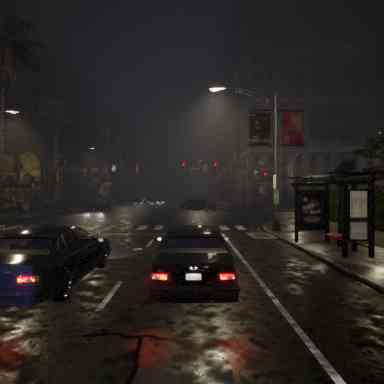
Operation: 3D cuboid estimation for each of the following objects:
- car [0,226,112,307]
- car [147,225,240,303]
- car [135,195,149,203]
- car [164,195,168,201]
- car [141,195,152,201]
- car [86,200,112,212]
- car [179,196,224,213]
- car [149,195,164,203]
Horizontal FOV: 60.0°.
[{"bbox_3d":[-3.475,1.547,8.215,2.033,1.411,5.357,0,0,0],"label":"car"},{"bbox_3d":[0.025,1.547,8.400,2.033,1.411,5.357,0,0,0],"label":"car"},{"bbox_3d":[-11.016,1.540,71.013,2.033,1.411,5.357,0,0,0],"label":"car"},{"bbox_3d":[-7.586,1.525,81.169,2.128,1.511,4.902,0,0,0],"label":"car"},{"bbox_3d":[-11.090,1.478,81.351,1.882,1.535,5.008,0,0,0],"label":"car"},{"bbox_3d":[-10.873,1.601,39.054,1.895,1.301,4.718,0,0,0],"label":"car"},{"bbox_3d":[0.808,1.505,37.934,4.892,1.490,1.837,0,2,34],"label":"car"},{"bbox_3d":[-7.514,1.524,70.767,1.812,1.442,4.674,0,0,0],"label":"car"}]
